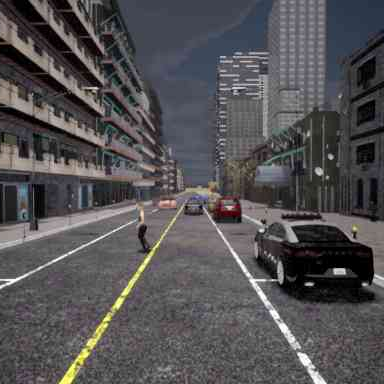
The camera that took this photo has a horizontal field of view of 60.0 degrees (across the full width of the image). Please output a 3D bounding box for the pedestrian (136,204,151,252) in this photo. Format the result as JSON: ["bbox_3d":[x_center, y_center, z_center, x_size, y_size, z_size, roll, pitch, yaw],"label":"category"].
[{"bbox_3d":[-1.842,1.288,12.385,0.375,1.860,0.375,-1,1,0],"label":"pedestrian"}]

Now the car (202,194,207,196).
[{"bbox_3d":[2.824,1.539,59.586,1.802,1.307,4.206,-1,0,0],"label":"car"}]

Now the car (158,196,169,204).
[{"bbox_3d":[-5.543,1.494,65.141,1.887,1.381,4.507,-1,0,0],"label":"car"}]

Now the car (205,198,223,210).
[{"bbox_3d":[2.786,1.524,42.846,2.008,1.369,4.403,-1,0,0],"label":"car"}]

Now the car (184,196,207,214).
[{"bbox_3d":[0.171,1.472,34.536,2.128,1.511,4.902,0,0,0],"label":"car"}]

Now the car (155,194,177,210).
[{"bbox_3d":[-2.995,1.326,41.701,2.097,1.767,4.553,0,0,0],"label":"car"}]

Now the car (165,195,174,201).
[{"bbox_3d":[-5.502,1.510,81.883,1.802,1.307,4.206,-1,0,0],"label":"car"}]

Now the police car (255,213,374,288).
[{"bbox_3d":[3.023,1.421,9.382,1.930,1.638,5.238,0,0,0],"label":"police car"}]

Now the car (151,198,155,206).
[{"bbox_3d":[-5.570,1.545,53.981,1.802,1.307,4.206,-1,0,0],"label":"car"}]

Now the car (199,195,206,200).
[{"bbox_3d":[2.906,1.457,93.066,1.887,1.381,4.507,-1,0,0],"label":"car"}]

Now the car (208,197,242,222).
[{"bbox_3d":[2.703,1.301,26.107,2.192,1.841,5.009,-1,0,0],"label":"car"}]

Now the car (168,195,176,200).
[{"bbox_3d":[-5.475,1.463,93.045,2.008,1.369,4.403,-1,0,0],"label":"car"}]
